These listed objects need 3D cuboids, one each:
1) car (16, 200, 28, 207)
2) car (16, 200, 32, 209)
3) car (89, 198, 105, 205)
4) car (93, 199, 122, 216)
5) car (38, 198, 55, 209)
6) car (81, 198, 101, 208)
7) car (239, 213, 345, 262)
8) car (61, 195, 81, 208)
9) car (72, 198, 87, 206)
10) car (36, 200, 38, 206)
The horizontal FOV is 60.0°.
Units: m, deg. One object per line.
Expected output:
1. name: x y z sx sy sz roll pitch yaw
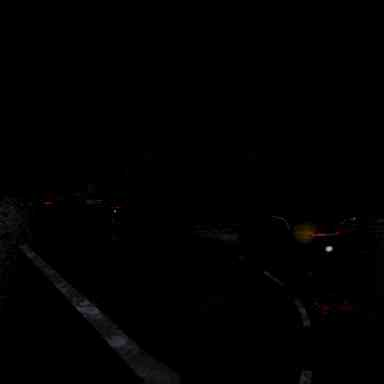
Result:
1. car: -32.766 2.187 64.002 1.994 1.385 4.181 0 0 -30
2. car: -28.130 2.100 56.030 2.033 1.411 5.357 0 0 -30
3. car: -20.078 1.957 70.008 2.128 1.511 4.902 0 0 -30
4. car: -9.288 1.816 37.084 1.837 1.490 4.892 0 0 -30
5. car: -24.667 2.042 56.844 1.837 1.490 4.892 0 0 -30
6. car: -18.378 2.047 59.944 1.812 1.442 4.674 0 0 -30
7. car: 3.462 1.560 12.579 2.128 1.511 4.902 0 -1 -19
8. car: -21.732 1.757 58.779 2.150 2.045 5.566 0 0 -29
9. car: -23.120 1.978 68.277 2.033 1.411 5.357 0 0 -30
10. car: -29.204 1.929 64.815 1.882 1.535 5.008 0 0 -30
